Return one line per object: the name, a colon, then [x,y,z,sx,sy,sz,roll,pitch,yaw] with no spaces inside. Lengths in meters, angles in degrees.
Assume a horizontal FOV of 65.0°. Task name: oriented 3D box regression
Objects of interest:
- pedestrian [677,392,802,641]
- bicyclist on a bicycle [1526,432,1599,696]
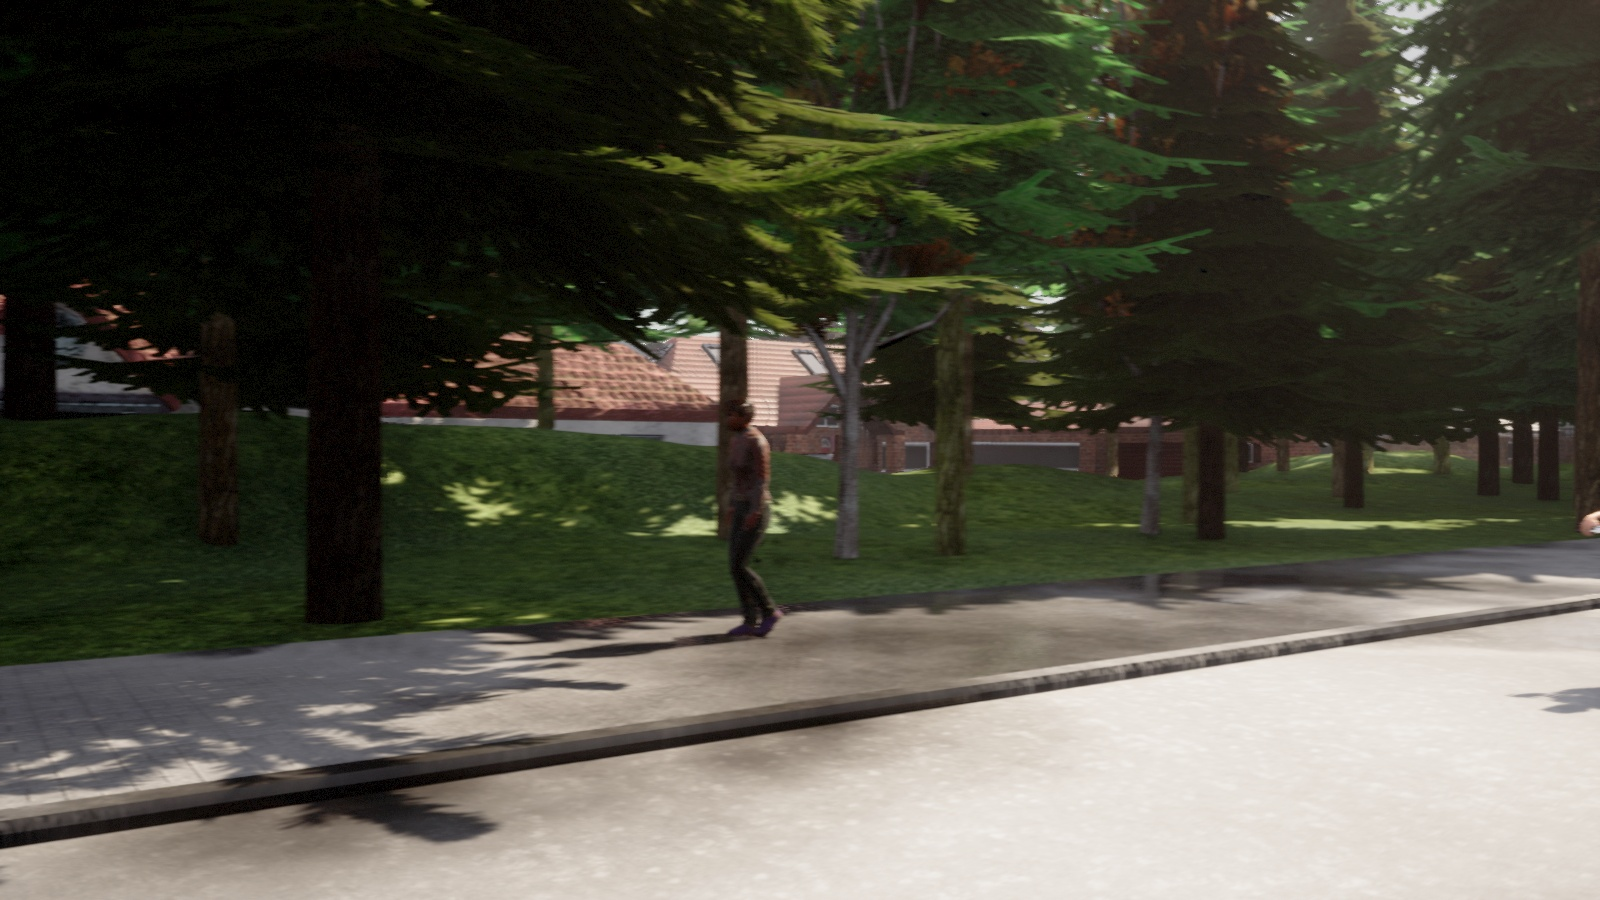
pedestrian: [-0.452,0.481,9.425,0.869,1.805,0.328,0,0,-25]
bicyclist on a bicycle: [5.508,0.694,8.096,1.509,1.612,0.866,0,0,-35]
